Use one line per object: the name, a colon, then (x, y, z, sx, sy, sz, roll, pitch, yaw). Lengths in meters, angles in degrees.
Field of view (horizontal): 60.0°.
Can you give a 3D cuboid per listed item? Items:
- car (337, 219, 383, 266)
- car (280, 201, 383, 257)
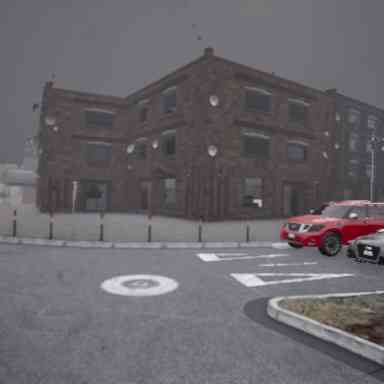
car: (7.277, 1.753, 11.082, 4.181, 1.385, 1.994, 1, 0, -23)
car: (6.399, 1.388, 13.847, 5.566, 2.045, 2.150, 1, 0, -22)
